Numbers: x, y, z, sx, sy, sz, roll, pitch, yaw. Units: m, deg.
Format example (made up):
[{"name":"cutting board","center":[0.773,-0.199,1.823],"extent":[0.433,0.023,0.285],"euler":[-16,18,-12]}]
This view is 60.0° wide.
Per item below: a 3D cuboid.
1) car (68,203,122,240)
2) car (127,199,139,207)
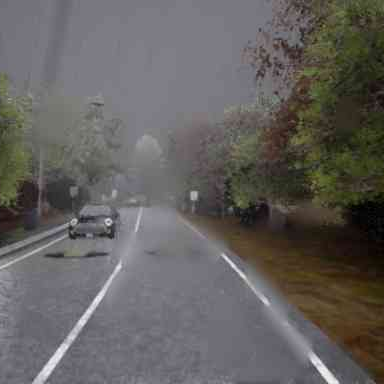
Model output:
[{"name":"car","center":[-4.893,1.382,17.302],"extent":[2.097,1.767,4.553],"euler":[0,0,-7]},{"name":"car","center":[-11.007,2.114,62.013],"extent":[1.812,1.442,4.674],"euler":[0,-3,-8]}]
